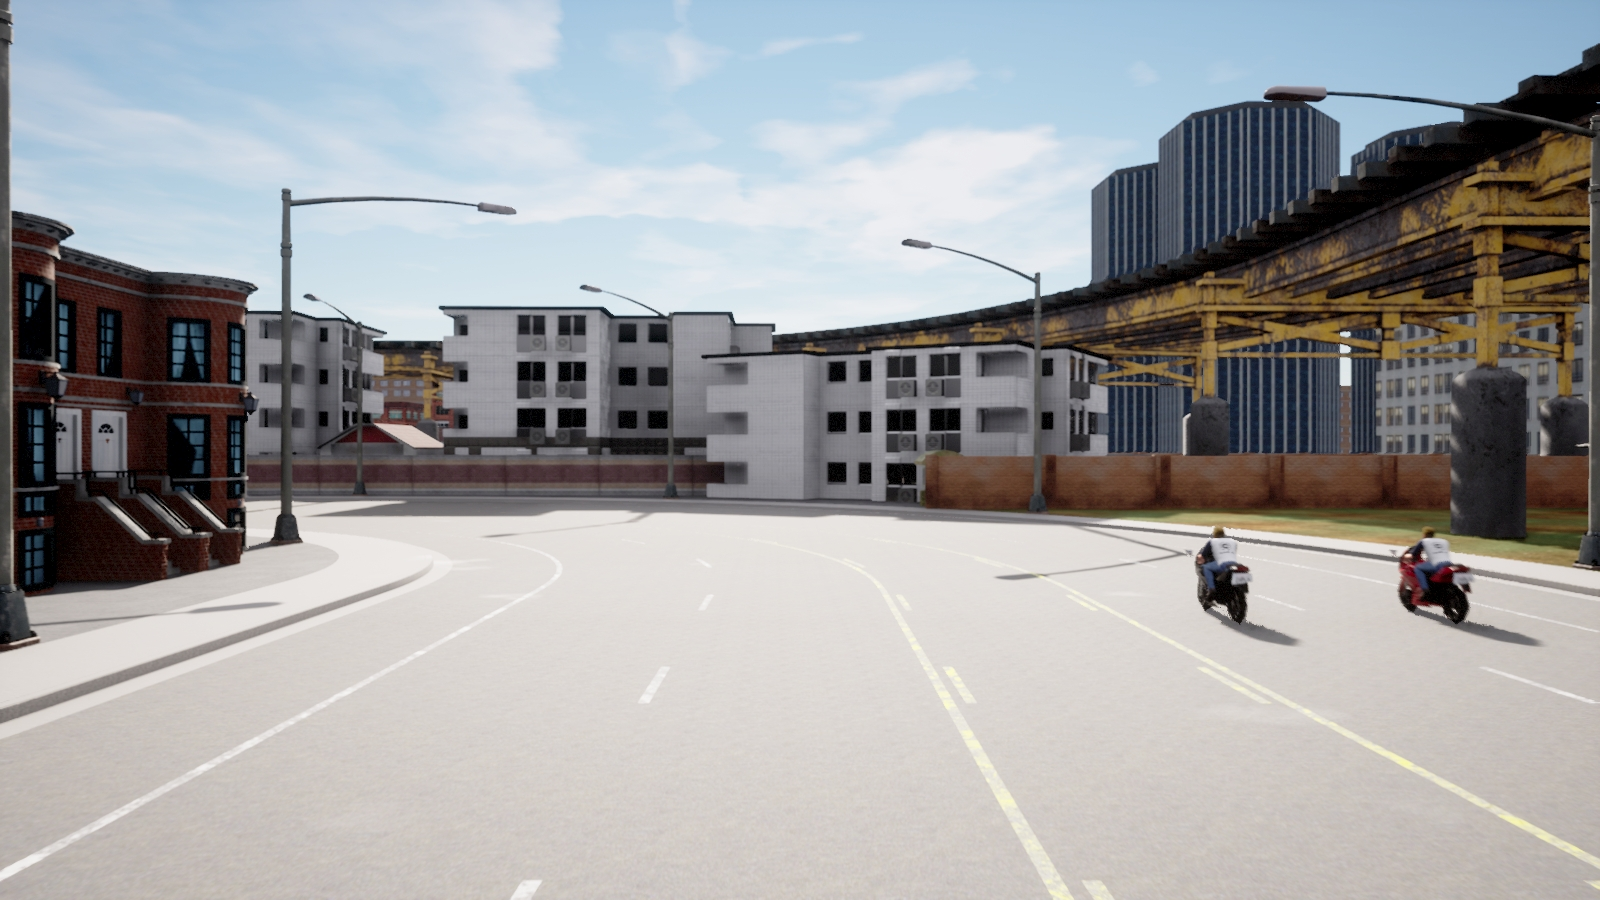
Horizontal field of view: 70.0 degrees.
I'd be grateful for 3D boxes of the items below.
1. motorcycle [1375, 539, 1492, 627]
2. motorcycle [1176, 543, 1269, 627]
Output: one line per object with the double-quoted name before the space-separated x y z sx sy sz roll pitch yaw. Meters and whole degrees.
"motorcycle" 10.504 2.174 19.036 0.803 1.224 2.033 0 0 0
"motorcycle" 7.006 2.214 19.054 0.803 1.145 2.033 0 0 0
